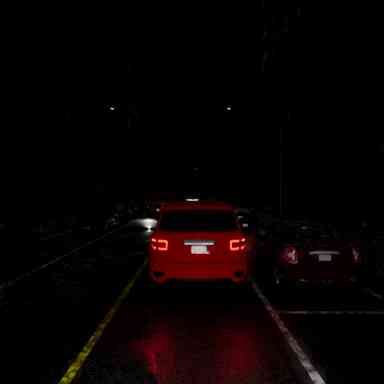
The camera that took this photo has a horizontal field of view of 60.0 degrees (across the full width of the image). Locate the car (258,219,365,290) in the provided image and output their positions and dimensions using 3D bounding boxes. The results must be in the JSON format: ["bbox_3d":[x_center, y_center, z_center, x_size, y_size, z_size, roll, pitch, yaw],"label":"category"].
[{"bbox_3d":[2.863,1.439,9.088,1.967,1.590,4.097,0,0,0],"label":"car"}]

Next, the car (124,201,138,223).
[{"bbox_3d":[-5.644,1.582,25.602,1.802,1.307,4.206,0,0,0],"label":"car"}]

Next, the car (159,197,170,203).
[{"bbox_3d":[-5.562,1.622,68.206,1.802,1.307,4.206,0,0,0],"label":"car"}]

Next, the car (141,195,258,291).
[{"bbox_3d":[0.114,1.221,9.174,2.150,2.045,5.566,0,0,0],"label":"car"}]

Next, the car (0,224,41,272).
[{"bbox_3d":[-5.662,1.581,9.098,1.802,1.307,4.206,0,0,0],"label":"car"}]

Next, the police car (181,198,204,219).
[{"bbox_3d":[0.033,1.426,30.208,1.930,1.638,5.238,0,0,0],"label":"police car"}]

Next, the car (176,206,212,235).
[{"bbox_3d":[0.121,1.601,19.944,1.895,1.301,4.718,0,0,0],"label":"car"}]

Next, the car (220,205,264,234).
[{"bbox_3d":[2.876,1.551,20.091,2.008,1.369,4.403,0,0,0],"label":"car"}]

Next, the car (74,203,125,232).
[{"bbox_3d":[-5.649,1.566,20.100,1.947,1.339,4.313,0,0,0],"label":"car"}]

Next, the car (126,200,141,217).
[{"bbox_3d":[-5.638,1.442,31.103,1.967,1.590,4.097,0,0,0],"label":"car"}]

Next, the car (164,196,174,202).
[{"bbox_3d":[-5.529,1.612,79.023,2.008,1.369,4.403,0,0,0],"label":"car"}]

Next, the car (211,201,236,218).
[{"bbox_3d":[2.888,1.567,31.093,1.947,1.339,4.313,0,0,0],"label":"car"}]

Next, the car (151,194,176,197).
[{"bbox_3d":[-2.969,1.209,31.666,2.150,2.045,5.566,0,0,0],"label":"car"}]
